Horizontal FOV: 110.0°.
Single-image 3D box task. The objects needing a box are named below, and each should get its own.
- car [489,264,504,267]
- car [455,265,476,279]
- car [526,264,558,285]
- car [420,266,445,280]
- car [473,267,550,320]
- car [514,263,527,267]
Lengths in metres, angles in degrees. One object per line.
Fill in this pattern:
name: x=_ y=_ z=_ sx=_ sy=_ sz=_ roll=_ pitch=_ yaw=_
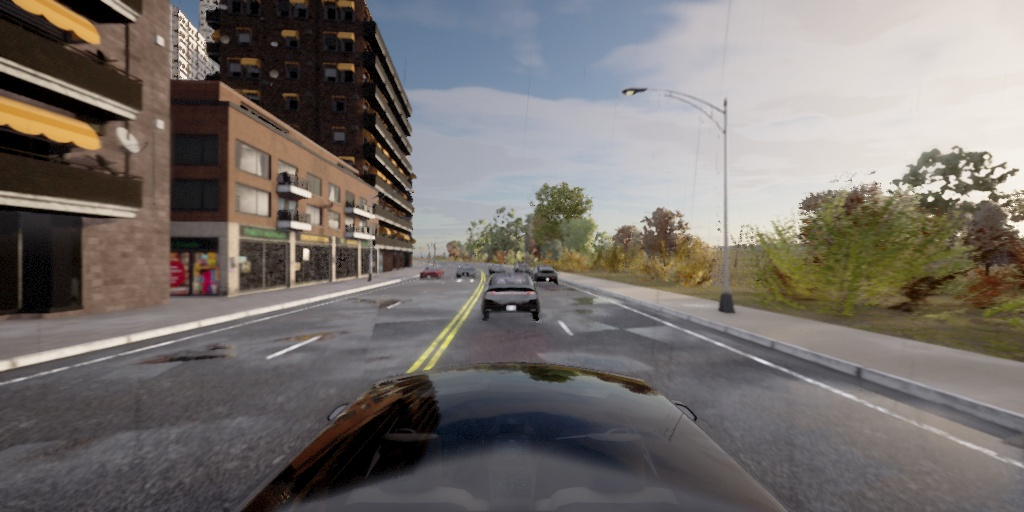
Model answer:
car: x=-1.987 y=1.695 z=46.293 sx=1.994 sy=1.385 sz=4.181 roll=0 pitch=0 yaw=-5
car: x=-4.683 y=1.624 z=36.912 sx=1.994 sy=1.385 sz=4.181 roll=0 pitch=0 yaw=-4
car: x=2.521 y=1.494 z=29.168 sx=1.837 sy=1.490 sz=4.892 roll=0 pitch=0 yaw=-3
car: x=-7.817 y=1.652 z=35.289 sx=1.895 sy=1.301 sz=4.718 roll=0 pitch=0 yaw=-4
car: x=-0.078 y=1.345 z=13.058 sx=2.128 sy=1.511 sz=4.902 roll=0 pitch=0 yaw=-1
car: x=1.250 y=1.620 z=46.344 sx=2.128 sy=1.511 sz=4.902 roll=0 pitch=0 yaw=-5
